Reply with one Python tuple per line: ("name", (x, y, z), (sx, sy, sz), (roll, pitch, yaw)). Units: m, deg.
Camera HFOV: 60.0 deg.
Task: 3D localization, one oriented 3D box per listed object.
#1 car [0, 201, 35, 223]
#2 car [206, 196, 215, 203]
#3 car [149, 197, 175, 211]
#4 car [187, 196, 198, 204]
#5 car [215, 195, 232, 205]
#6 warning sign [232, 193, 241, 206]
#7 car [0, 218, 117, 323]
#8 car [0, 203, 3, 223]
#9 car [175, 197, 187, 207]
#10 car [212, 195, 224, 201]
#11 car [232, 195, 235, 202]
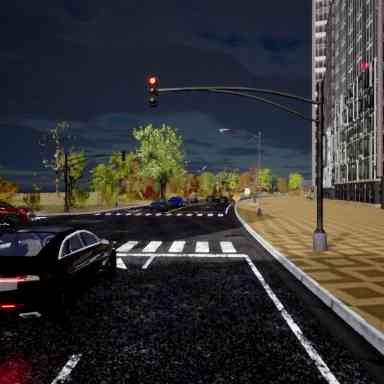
("car", (-13.485, 1.367, 23.232), (4.553, 1.767, 2.097), (0, 0, -6))
("car", (4.137, 1.485, 70.423), (1.882, 1.535, 5.008), (0, 0, 12))
("car", (-3.909, 1.548, 41.487), (2.033, 1.411, 5.357), (0, 0, 7))
("car", (0.011, 1.556, 66.310), (2.033, 1.411, 5.357), (0, 0, 11))
("car", (5.874, 1.489, 61.484), (1.882, 1.535, 5.008), (0, 0, 10))
("warning sign", (6.482, 1.123, 48.260), (1.300, 1.860, 1.060), (0, 0, 8))
("car", (-2.989, 1.491, 7.163), (2.128, 1.511, 4.902), (0, 0, 1))
("car", (-12.485, 1.495, 17.419), (5.008, 1.535, 1.882), (-1, -1, 28))
("car", (-2.504, 1.481, 51.704), (1.882, 1.535, 5.008), (0, 0, 9))
("car", (6.347, 1.409, 80.538), (2.033, 1.411, 5.357), (0, 0, 14))
("car", (9.658, 1.500, 80.412), (1.882, 1.535, 5.008), (0, 0, 14))
